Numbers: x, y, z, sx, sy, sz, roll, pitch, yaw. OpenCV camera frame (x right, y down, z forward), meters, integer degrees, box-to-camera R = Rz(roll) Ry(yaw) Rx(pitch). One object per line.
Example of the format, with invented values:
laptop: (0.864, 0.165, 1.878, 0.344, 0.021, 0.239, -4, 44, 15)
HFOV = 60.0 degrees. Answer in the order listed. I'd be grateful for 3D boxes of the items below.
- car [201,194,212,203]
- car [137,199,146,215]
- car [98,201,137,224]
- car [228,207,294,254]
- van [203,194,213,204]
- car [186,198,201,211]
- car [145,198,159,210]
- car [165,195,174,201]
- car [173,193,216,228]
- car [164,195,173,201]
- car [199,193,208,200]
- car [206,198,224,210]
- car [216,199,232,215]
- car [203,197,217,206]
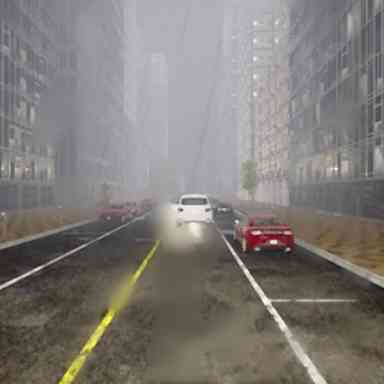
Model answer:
car: (2.845, 1.300, 64.545, 1.967, 1.590, 4.097, 0, 0, 0)
car: (-5.617, 1.529, 30.420, 1.802, 1.307, 4.206, 0, 0, 0)
car: (-5.630, 1.504, 24.726, 1.887, 1.381, 4.507, 0, 0, 0)
car: (2.724, 1.525, 13.315, 1.887, 1.381, 4.507, 0, 0, 0)
van: (2.832, 1.218, 58.854, 1.690, 1.788, 3.998, 0, 0, 0)
car: (0.190, 1.448, 40.988, 1.812, 1.442, 4.674, 0, 0, 0)
car: (-5.589, 1.465, 41.804, 1.887, 1.381, 4.507, 0, 0, 0)
car: (-5.495, 1.357, 81.653, 2.008, 1.369, 4.403, 0, 0, 0)
car: (0.141, 1.188, 21.870, 2.150, 2.045, 5.566, 0, 0, 0)
car: (-5.509, 1.351, 75.790, 1.752, 1.417, 4.829, 0, 0, 0)
car: (2.900, 1.103, 87.313, 2.192, 1.841, 5.009, 0, 0, 0)
car: (2.791, 1.486, 41.776, 1.947, 1.339, 4.313, 0, 0, 0)
car: (2.764, 1.512, 30.392, 1.947, 1.339, 4.313, 0, 0, 0)
car: (2.818, 1.458, 53.160, 1.947, 1.339, 4.313, 0, 0, 0)
